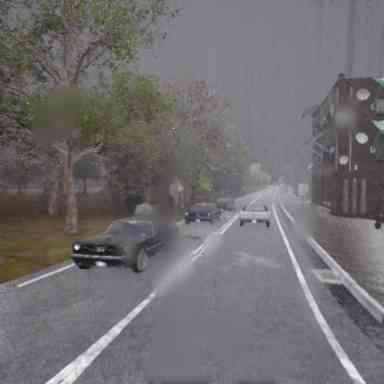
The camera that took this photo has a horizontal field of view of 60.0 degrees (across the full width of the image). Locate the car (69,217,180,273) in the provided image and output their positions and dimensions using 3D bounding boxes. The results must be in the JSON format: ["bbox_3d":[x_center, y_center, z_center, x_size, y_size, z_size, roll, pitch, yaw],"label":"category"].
[{"bbox_3d":[-1.855,1.534,10.691,1.895,1.301,4.718,0,0,13],"label":"car"}]

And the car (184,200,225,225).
[{"bbox_3d":[0.834,1.450,22.795,1.895,1.301,4.718,0,1,13],"label":"car"}]

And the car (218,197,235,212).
[{"bbox_3d":[3.439,1.256,34.473,2.033,1.411,5.357,0,1,13],"label":"car"}]

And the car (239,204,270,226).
[{"bbox_3d":[4.287,1.473,22.487,1.895,1.301,4.718,0,1,12],"label":"car"}]
